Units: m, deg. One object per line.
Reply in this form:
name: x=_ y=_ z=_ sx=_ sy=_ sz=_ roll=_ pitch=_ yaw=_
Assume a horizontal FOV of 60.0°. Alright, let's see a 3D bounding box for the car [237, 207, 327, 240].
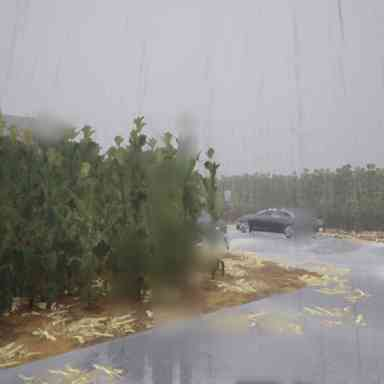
car: x=4.490 y=1.545 z=17.386 sx=2.128 sy=1.511 sz=4.902 roll=0 pitch=0 yaw=-39
